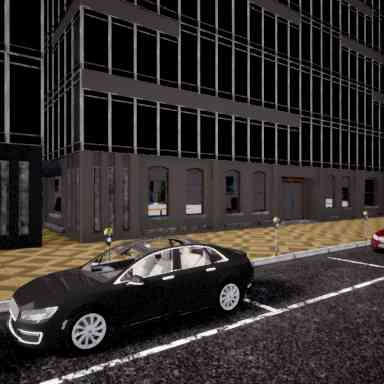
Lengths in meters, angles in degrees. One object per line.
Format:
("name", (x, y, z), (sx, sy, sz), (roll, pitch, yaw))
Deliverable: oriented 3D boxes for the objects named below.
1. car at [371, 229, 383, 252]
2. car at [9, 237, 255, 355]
("car", (8.472, 1.581, 12.601), (4.206, 1.307, 1.802), (0, 0, -35))
("car", (-0.797, 1.551, 5.991), (4.403, 1.369, 2.008), (0, 0, -35))
